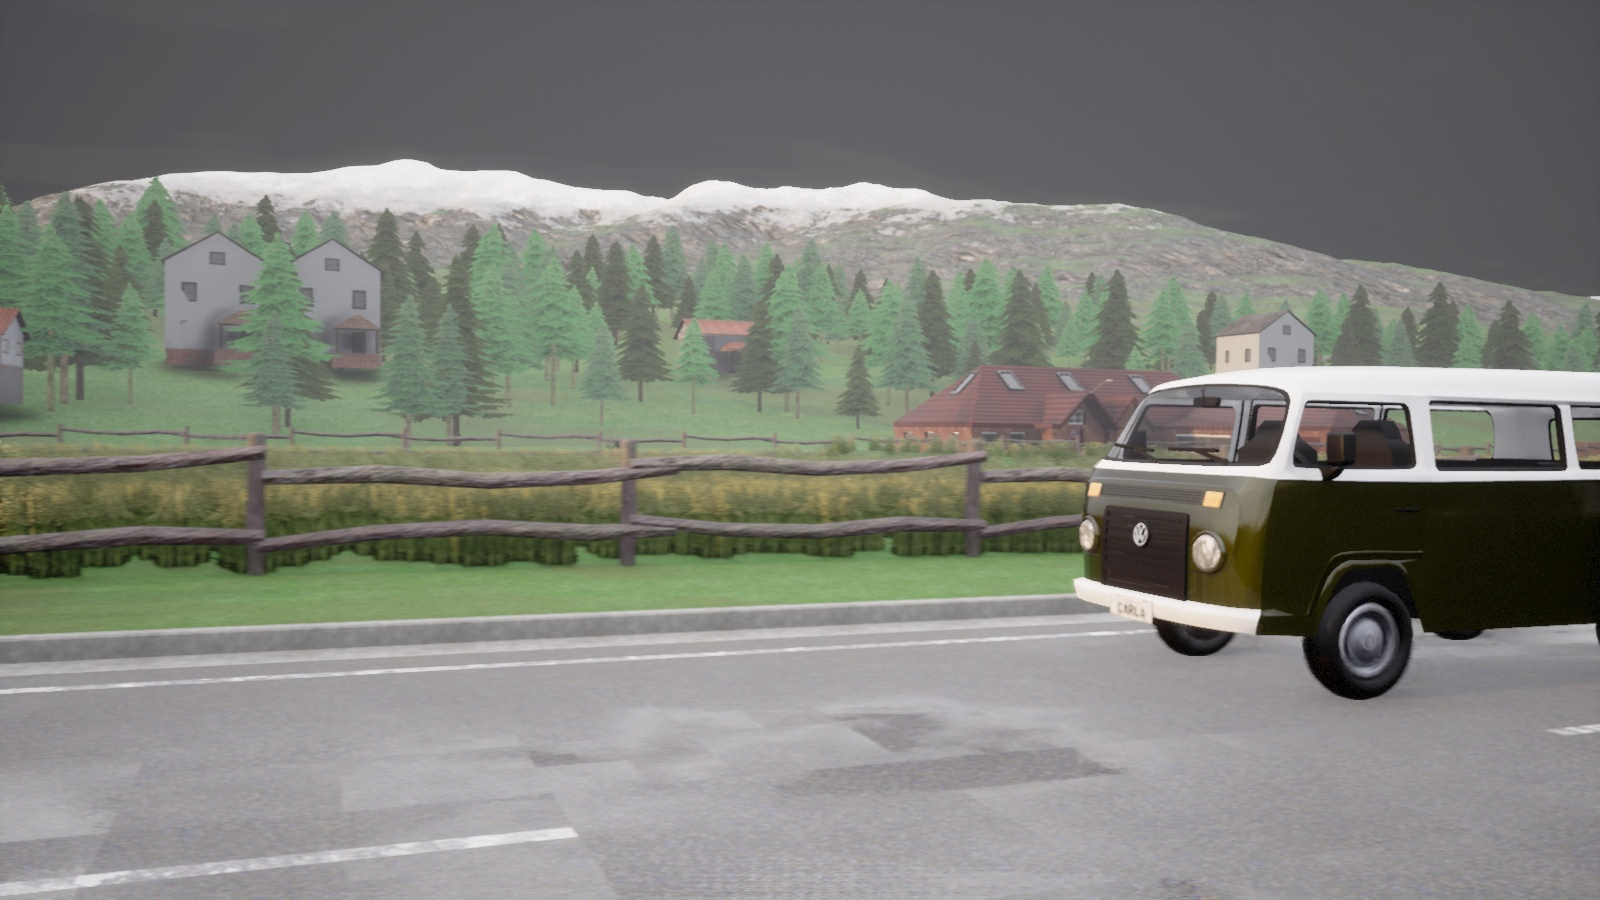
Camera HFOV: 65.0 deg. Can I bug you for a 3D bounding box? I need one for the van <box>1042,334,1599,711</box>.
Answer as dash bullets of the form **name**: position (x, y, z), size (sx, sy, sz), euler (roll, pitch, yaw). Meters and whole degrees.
- **van**: position (4.147, 0.361, 8.554), size (4.480, 2.038, 2.069), euler (-1, 1, -21)
